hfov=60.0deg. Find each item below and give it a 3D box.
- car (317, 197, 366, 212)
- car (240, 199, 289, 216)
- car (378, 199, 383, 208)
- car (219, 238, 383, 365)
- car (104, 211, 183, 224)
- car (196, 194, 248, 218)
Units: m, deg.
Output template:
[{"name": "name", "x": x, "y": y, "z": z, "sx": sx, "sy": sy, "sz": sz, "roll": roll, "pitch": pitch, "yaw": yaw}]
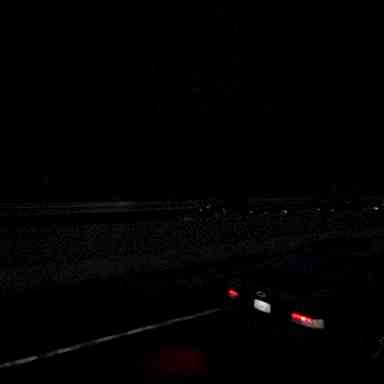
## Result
[{"name": "car", "x": 13.809, "y": 1.493, "z": 30.660, "sx": 5.357, "sy": 1.411, "sz": 2.033, "roll": 0, "pitch": 0, "yaw": -35}, {"name": "car", "x": 6.756, "y": 1.545, "z": 29.917, "sx": 4.181, "sy": 1.385, "sz": 1.994, "roll": 0, "pitch": 0, "yaw": -35}, {"name": "car", "x": 26.185, "y": 1.263, "z": 43.450, "sx": 4.902, "sy": 1.511, "sz": 2.128, "roll": -1, "pitch": 0, "yaw": -34}, {"name": "car", "x": 2.979, "y": 1.554, "z": 5.839, "sx": 5.357, "sy": 1.411, "sz": 2.033, "roll": 0, "pitch": 0, "yaw": -35}, {"name": "car", "x": -2.195, "y": 1.570, "z": 15.276, "sx": 4.181, "sy": 1.385, "sz": 1.994, "roll": 0, "pitch": 0, "yaw": -35}, {"name": "car", "x": 2.953, "y": 1.214, "z": 30.781, "sx": 5.566, "sy": 2.045, "sz": 2.150, "roll": 0, "pitch": 0, "yaw": -38}]
